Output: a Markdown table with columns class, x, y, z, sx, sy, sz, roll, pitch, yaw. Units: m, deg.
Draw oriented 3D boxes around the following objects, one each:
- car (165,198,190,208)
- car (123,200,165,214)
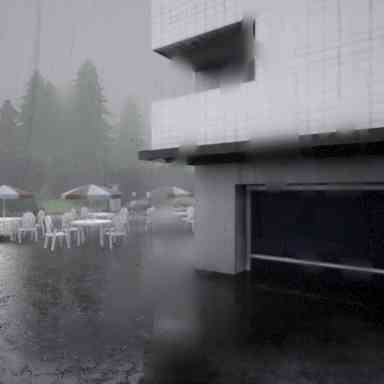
| class | x | y | z | sx | sy | sz | roll | pitch | yaw |
| --- | --- | --- | --- | --- | --- | --- | --- | --- | --- |
| car | -2.166 | 1.574 | 47.399 | 1.994 | 1.385 | 4.181 | 0 | 0 | 36 |
| car | -5.394 | 1.534 | 35.686 | 1.812 | 1.442 | 4.674 | 0 | 0 | 36 |
